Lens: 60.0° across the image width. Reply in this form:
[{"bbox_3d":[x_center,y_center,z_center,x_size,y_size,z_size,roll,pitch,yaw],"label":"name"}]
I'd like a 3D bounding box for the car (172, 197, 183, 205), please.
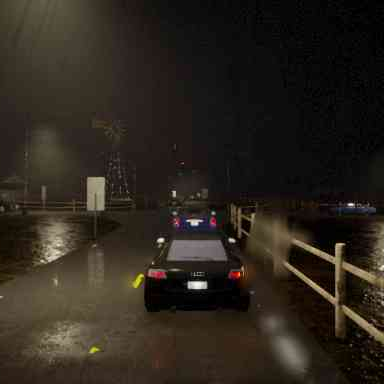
[{"bbox_3d":[-2.737,1.731,65.237,1.882,1.535,5.008,0,0,1],"label":"car"}]

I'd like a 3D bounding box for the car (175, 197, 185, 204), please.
[{"bbox_3d":[-2.685,1.879,75.188,1.994,1.385,4.181,0,0,0],"label":"car"}]

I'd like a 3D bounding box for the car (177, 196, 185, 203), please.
[{"bbox_3d":[-2.674,1.883,85.317,1.882,1.535,5.008,0,0,0],"label":"car"}]

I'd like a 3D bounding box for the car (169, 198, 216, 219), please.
[{"bbox_3d":[0.109,1.380,16.357,2.097,1.767,4.553,0,0,0],"label":"car"}]

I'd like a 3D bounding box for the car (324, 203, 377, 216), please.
[{"bbox_3d":[17.863,1.951,37.640,5.357,1.411,2.033,1,-2,0],"label":"car"}]

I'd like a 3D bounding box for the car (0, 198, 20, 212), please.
[{"bbox_3d":[-20.281,1.291,34.042,4.892,1.490,1.837,1,-2,0],"label":"car"}]

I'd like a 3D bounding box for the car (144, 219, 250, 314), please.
[{"bbox_3d":[0.104,1.573,7.714,1.994,1.385,4.181,0,0,0],"label":"car"}]

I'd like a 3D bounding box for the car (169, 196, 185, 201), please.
[{"bbox_3d":[-2.796,1.681,55.433,2.128,1.511,4.902,0,0,0],"label":"car"}]
